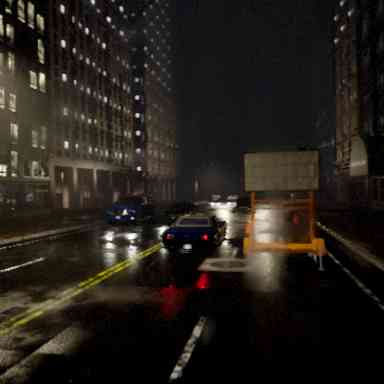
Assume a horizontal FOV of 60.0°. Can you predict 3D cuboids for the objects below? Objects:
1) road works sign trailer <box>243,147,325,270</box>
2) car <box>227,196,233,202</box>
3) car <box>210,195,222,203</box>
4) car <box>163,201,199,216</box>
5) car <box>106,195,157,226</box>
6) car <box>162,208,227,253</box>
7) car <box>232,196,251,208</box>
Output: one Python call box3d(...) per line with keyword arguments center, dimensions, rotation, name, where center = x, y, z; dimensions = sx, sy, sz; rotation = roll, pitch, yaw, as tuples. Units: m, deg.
box3d(center=(2.902, 0.397, 10.818), dimensions=(2.380, 3.560, 2.880), rotation=(-1, 0, 13), name="road works sign trailer")
box3d(center=(8.073, 1.375, 65.336), dimensions=(1.895, 1.301, 4.718), rotation=(-1, 0, 13), name="car")
box3d(center=(4.806, 1.340, 65.639), dimensions=(2.128, 1.511, 4.902), rotation=(-1, 0, 13), name="car")
box3d(center=(-0.731, 1.467, 25.136), dimensions=(1.882, 1.535, 5.008), rotation=(-1, 0, 12), name="car")
box3d(center=(-4.237, 1.281, 24.334), dimensions=(2.150, 2.045, 5.566), rotation=(-1, 0, 12), name="car")
box3d(center=(0.318, 1.581, 13.692), dimensions=(1.895, 1.301, 4.718), rotation=(-1, 0, 12), name="car")
box3d(center=(6.809, 1.302, 43.660), dimensions=(1.882, 1.535, 5.008), rotation=(-1, 0, 12), name="car")
